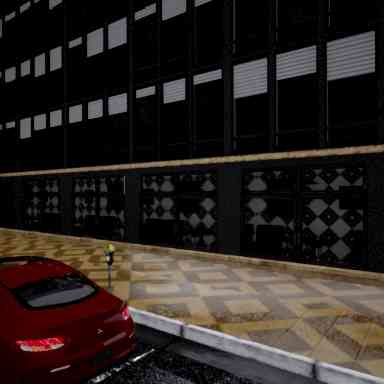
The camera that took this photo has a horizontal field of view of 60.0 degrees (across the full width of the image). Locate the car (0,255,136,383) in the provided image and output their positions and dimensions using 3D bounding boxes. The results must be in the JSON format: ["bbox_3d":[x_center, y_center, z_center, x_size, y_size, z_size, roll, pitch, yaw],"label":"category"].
[{"bbox_3d":[-2.627,1.582,4.701,4.206,1.307,1.802,0,0,35],"label":"car"}]
